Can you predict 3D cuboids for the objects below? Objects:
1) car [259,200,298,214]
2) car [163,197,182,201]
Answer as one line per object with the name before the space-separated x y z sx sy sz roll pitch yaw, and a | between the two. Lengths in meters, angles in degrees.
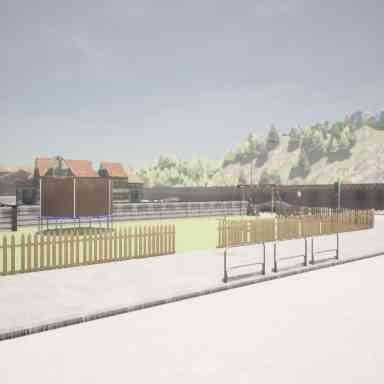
car | 8.949 1.564 34.807 1.994 1.385 4.181 0 0 -35
car | -2.967 1.548 51.660 2.033 1.411 5.357 0 0 -35
